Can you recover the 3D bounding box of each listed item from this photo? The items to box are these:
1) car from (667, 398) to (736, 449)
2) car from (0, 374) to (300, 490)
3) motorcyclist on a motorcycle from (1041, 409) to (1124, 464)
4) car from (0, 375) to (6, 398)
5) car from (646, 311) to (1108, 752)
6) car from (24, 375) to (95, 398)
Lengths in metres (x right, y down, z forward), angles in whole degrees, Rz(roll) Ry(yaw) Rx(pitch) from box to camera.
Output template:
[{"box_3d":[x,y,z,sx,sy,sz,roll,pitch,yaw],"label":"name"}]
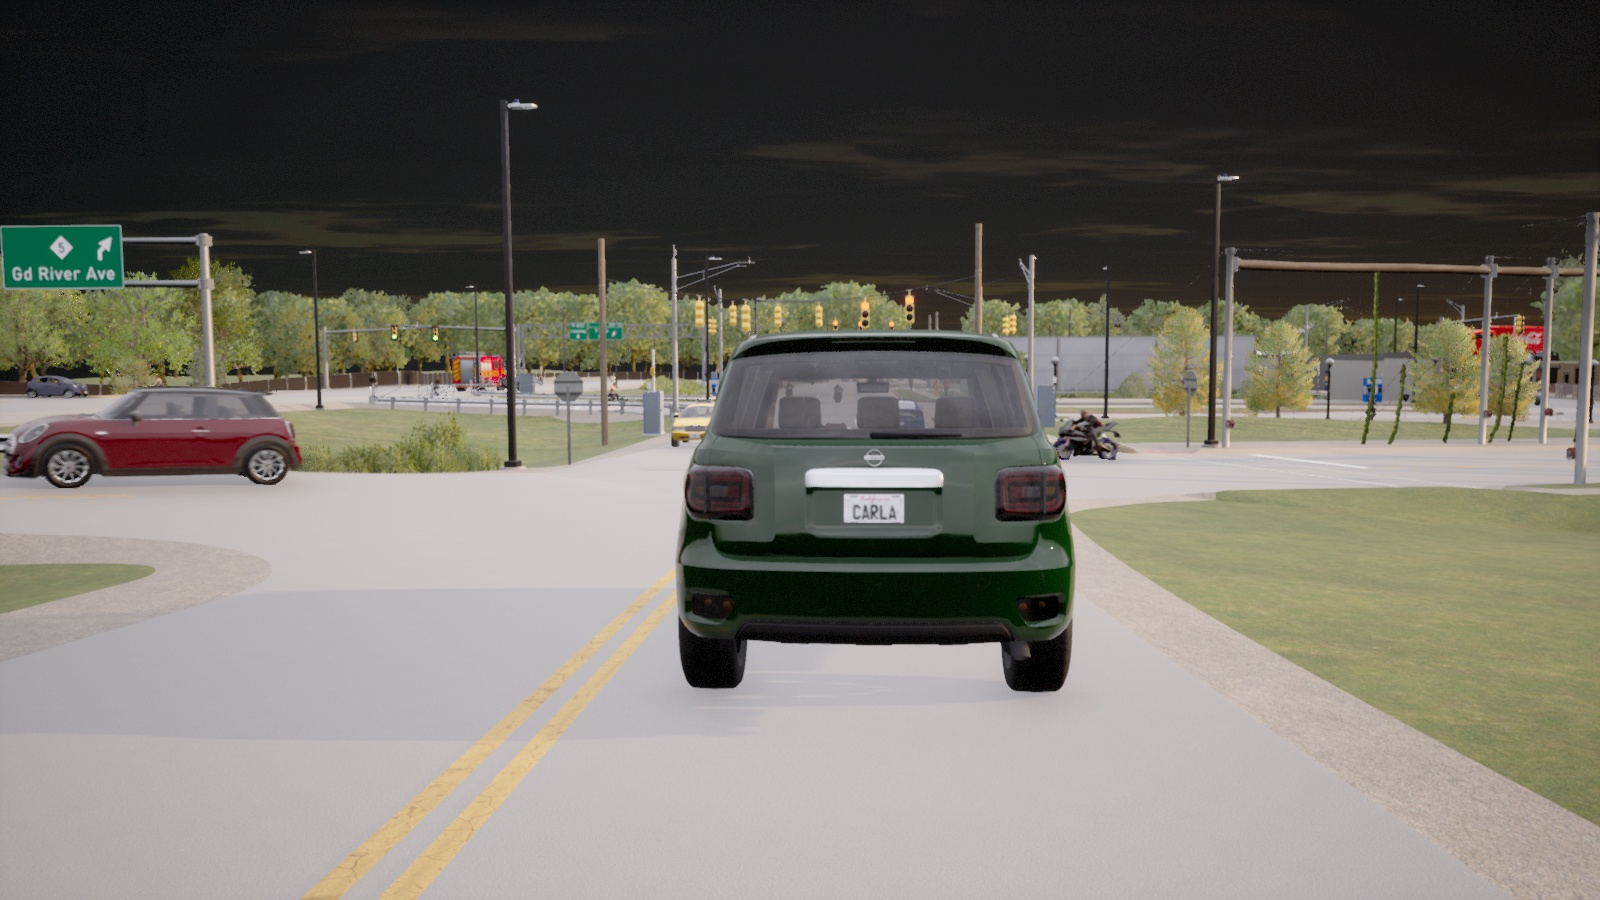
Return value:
[{"box_3d":[-3.354,-0.983,43.647,1.801,1.575,5.366,0,3,2],"label":"car"},{"box_3d":[-11.324,-0.336,21.773,4.553,1.767,2.097,0,4,-34],"label":"car"},{"box_3d":[8.272,-0.394,36.799,2.191,1.530,0.866,0,5,-19],"label":"motorcyclist on a motorcycle"},{"box_3d":[-54.095,-4.066,80.583,4.902,1.511,2.128,0,4,2],"label":"car"},{"box_3d":[0.503,0.322,8.652,2.150,2.045,5.566,0,1,3],"label":"car"},{"box_3d":[-49.449,-4.237,83.924,3.633,1.501,1.845,0,4,2],"label":"car"}]
